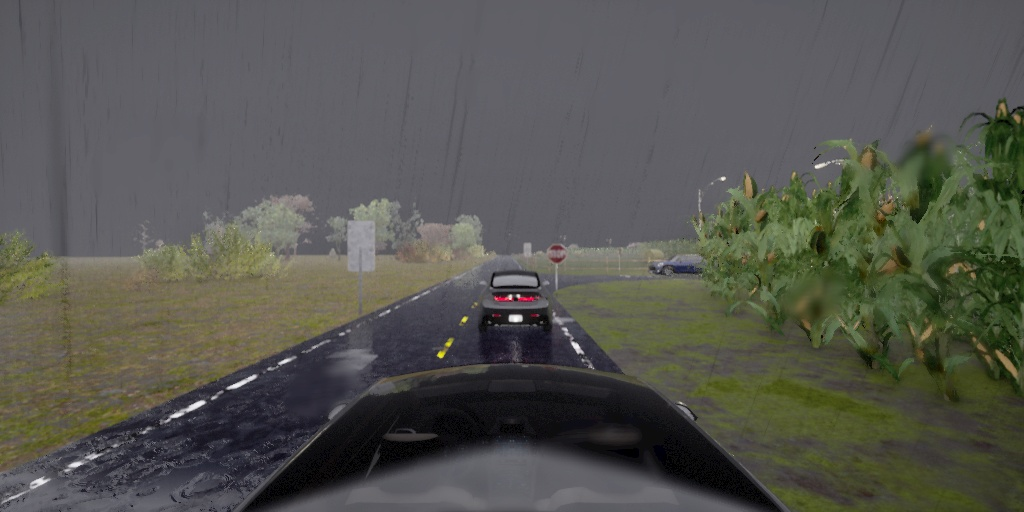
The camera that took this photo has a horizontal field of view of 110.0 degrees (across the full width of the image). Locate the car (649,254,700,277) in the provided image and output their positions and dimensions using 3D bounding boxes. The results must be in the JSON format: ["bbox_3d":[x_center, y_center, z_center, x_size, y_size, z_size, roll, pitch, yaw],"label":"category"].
[{"bbox_3d":[13.017,0.636,27.734,4.553,1.767,2.097,-1,0,-1],"label":"car"}]

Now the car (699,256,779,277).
[{"bbox_3d":[16.179,0.739,24.836,4.902,1.511,2.128,-1,0,-1],"label":"car"}]

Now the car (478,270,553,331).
[{"bbox_3d":[0.079,1.136,10.471,1.837,1.490,4.892,0,0,0],"label":"car"}]

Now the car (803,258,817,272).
[{"bbox_3d":[24.068,0.700,27.927,4.674,1.442,1.812,-1,0,-1],"label":"car"}]
